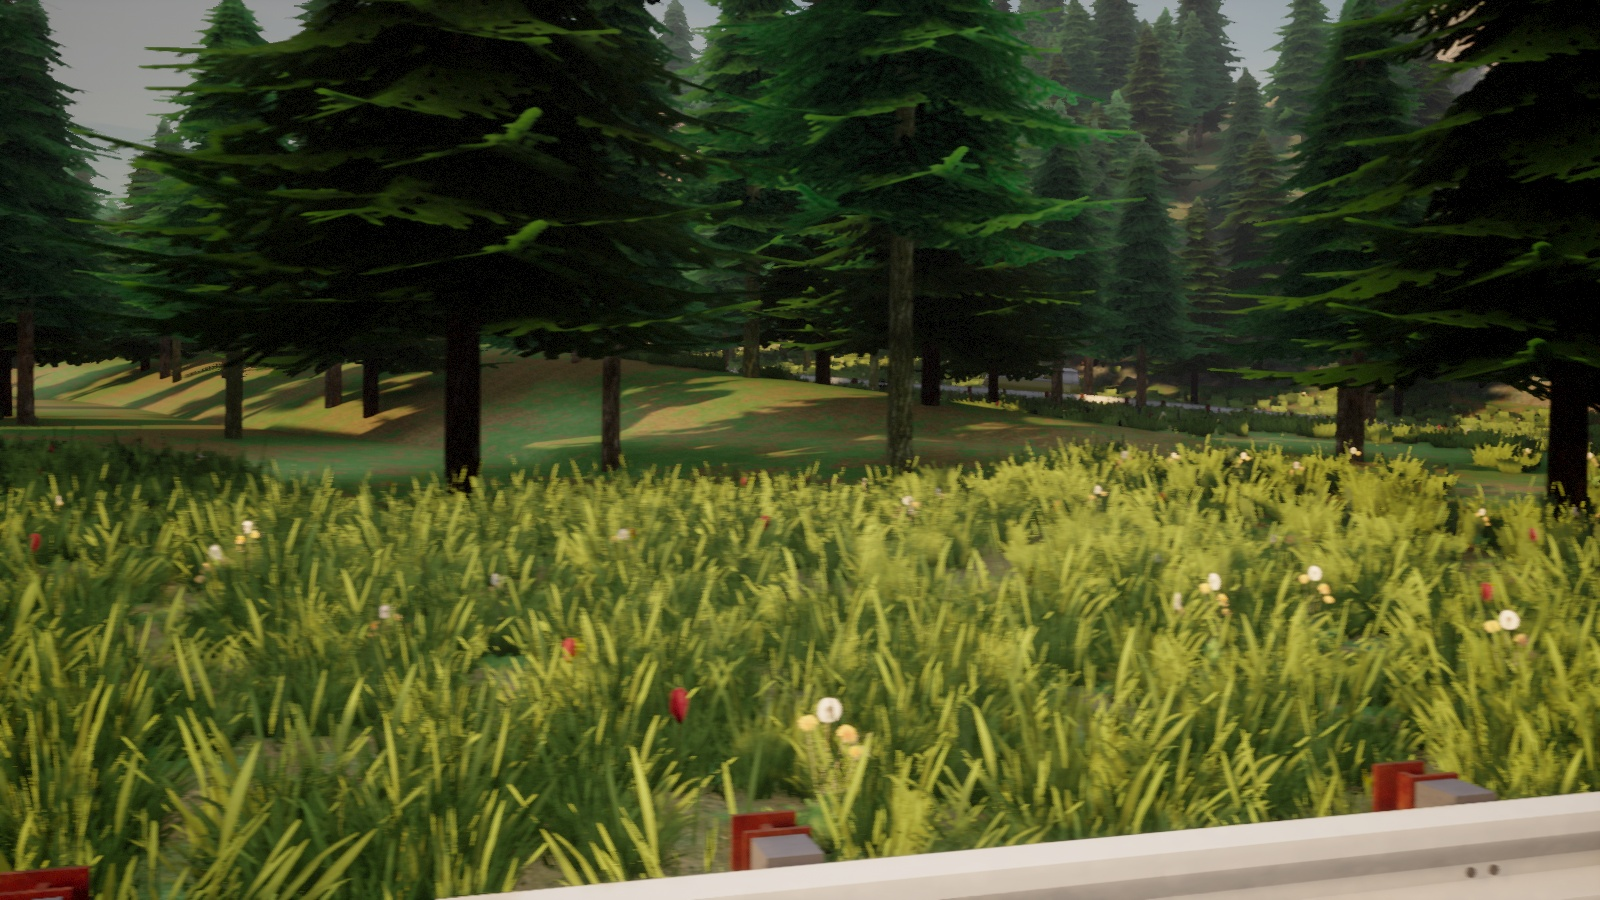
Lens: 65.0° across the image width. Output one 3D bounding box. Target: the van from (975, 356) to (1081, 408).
[{"bbox_3d":[10.158,-3.030,56.088,4.442,1.987,1.775,5,2,10],"label":"van"}]
